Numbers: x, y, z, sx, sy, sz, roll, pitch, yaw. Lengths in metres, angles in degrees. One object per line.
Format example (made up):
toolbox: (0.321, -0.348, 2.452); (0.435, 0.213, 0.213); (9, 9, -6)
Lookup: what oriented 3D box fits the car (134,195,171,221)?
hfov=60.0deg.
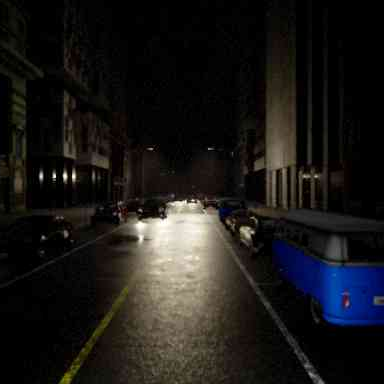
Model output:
car: (-3.103, 1.345, 27.092); (2.097, 1.767, 4.553); (0, 0, 0)

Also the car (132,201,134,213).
car: (-5.766, 1.559, 34.842); (1.947, 1.339, 4.313); (0, 0, 0)

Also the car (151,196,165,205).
car: (-5.769, 1.434, 57.388); (1.967, 1.590, 4.097); (0, 0, 0)

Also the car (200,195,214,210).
car: (2.347, 1.498, 43.196); (1.837, 1.490, 4.892); (0, 0, 0)

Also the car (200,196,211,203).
car: (2.753, 1.562, 68.673); (1.947, 1.339, 4.313); (0, 0, 0)

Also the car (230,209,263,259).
car: (2.763, 1.546, 12.306); (2.008, 1.369, 4.403); (0, 0, 0)

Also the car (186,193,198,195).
car: (-0.013, 1.432, 78.976); (1.812, 1.442, 4.674); (0, 0, 0)

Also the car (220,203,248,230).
car: (2.762, 1.519, 18.112); (1.752, 1.417, 4.829); (0, 0, 0)

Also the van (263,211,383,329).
van: (2.765, 1.339, 6.669); (1.690, 1.788, 3.998); (0, 0, 0)

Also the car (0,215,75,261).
car: (-5.762, 1.561, 12.298); (1.947, 1.339, 4.313); (0, 0, 0)

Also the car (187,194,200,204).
car: (-0.010, 1.596, 62.053); (1.895, 1.301, 4.718); (0, 0, 0)

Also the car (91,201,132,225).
car: (-5.764, 1.433, 23.571); (1.967, 1.590, 4.097); (0, 0, 0)

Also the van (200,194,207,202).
van: (2.752, 1.338, 79.946); (1.690, 1.788, 3.998); (0, 0, 0)

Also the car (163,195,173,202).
car: (-5.773, 1.436, 79.933); (1.967, 1.590, 4.097); (0, 0, 0)

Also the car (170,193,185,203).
car: (-3.014, 1.478, 68.160); (1.882, 1.535, 5.008); (0, 0, 0)

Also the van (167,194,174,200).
van: (-5.775, 1.338, 91.206); (1.690, 1.788, 3.998); (0, 0, 0)

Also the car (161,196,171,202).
car: (-5.773, 1.521, 74.127); (1.752, 1.417, 4.829); (0, 0, 0)

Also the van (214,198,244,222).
van: (2.762, 1.335, 23.579); (1.690, 1.788, 3.998); (0, 0, 0)

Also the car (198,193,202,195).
car: (2.755, 1.310, 63.036); (2.192, 1.841, 5.009); (0, 0, 0)

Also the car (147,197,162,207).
car: (-5.769, 1.560, 51.752); (1.947, 1.339, 4.313); (0, 0, 0)

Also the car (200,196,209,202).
car: (2.752, 1.562, 74.309); (1.947, 1.339, 4.313); (0, 0, 0)

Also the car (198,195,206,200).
car: (2.749, 1.564, 91.220); (1.947, 1.339, 4.313); (0, 0, 0)
